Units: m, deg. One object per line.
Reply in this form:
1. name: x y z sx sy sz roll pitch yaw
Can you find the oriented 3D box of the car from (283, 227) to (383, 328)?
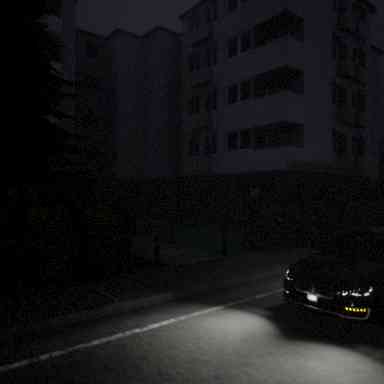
1. car: 3.948 1.561 7.147 4.892 1.490 1.837 1 0 -38
